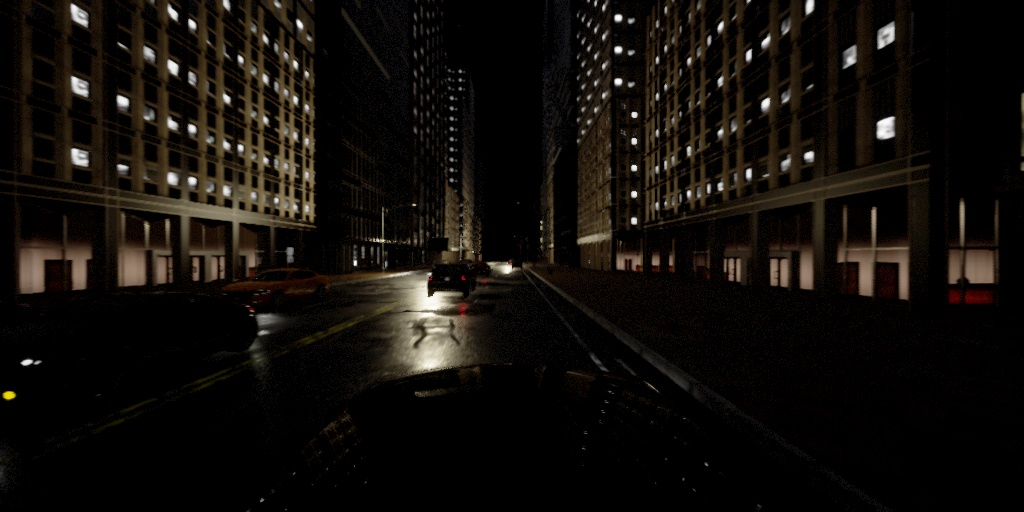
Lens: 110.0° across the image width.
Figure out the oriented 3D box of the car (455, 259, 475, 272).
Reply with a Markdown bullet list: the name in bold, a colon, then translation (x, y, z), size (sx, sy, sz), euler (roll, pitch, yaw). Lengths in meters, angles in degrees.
- **car**: translation (-6.590, 1.274, 50.657), size (2.097, 1.767, 4.553), euler (0, 0, 0)

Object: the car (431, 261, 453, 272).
- **car**: translation (-9.840, 1.412, 50.537), size (2.128, 1.511, 4.902), euler (0, 0, 0)

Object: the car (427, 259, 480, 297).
- **car**: translation (-3.160, 1.150, 19.574), size (2.097, 1.767, 4.553), euler (0, 0, 0)

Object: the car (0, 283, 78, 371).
- **car**: translation (-9.853, 1.282, 5.054), size (1.812, 1.442, 4.674), euler (0, 0, 0)

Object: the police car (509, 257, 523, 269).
- **police car**: translation (0.942, 1.420, 64.375), size (1.930, 1.638, 5.238), euler (0, 0, 0)

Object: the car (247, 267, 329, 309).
- **car**: translation (-9.808, 1.261, 15.297), size (1.882, 1.535, 5.008), euler (0, 0, 1)

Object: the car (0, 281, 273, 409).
- **car**: translation (-6.590, 1.324, 6.186), size (1.994, 1.385, 4.181), euler (0, 0, 1)

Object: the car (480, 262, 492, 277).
- **car**: translation (-3.184, 1.390, 37.194), size (1.812, 1.442, 4.674), euler (0, 0, 0)
